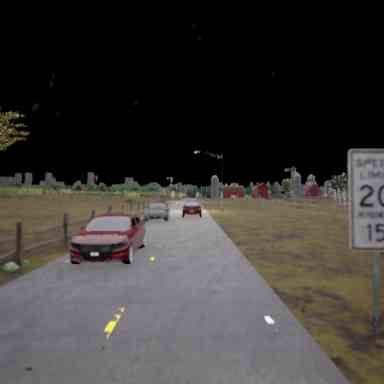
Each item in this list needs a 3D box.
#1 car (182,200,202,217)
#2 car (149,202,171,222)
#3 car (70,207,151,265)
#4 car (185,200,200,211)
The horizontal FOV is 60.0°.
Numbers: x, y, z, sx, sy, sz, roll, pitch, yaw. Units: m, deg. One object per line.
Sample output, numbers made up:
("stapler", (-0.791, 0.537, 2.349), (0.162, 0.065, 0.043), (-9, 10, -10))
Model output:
("car", (0.007, 1.636, 32.887), (1.882, 1.535, 5.008), (0, -1, 0))
("car", (-2.821, 1.638, 28.027), (1.837, 1.490, 4.892), (0, 0, 0))
("car", (-2.847, 1.532, 12.198), (1.882, 1.535, 5.008), (0, 0, 0))
("car", (0.039, 1.799, 46.375), (1.994, 1.385, 4.181), (0, 0, 1))
